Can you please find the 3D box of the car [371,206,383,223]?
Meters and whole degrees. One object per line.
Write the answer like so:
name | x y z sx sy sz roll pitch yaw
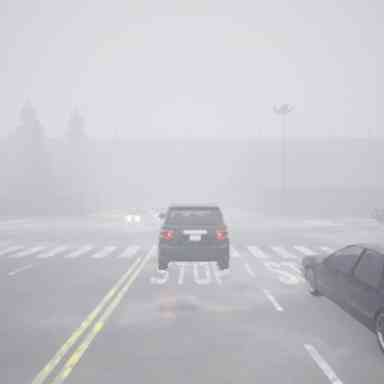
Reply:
car | 17.402 1.513 26.590 5.566 2.045 2.150 0 -1 0

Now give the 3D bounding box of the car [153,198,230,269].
car | -0.018 1.379 11.872 2.150 2.045 5.566 0 0 -2

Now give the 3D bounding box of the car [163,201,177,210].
car | -3.578 2.272 55.780 2.033 1.411 5.357 0 -1 0

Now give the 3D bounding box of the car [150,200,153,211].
car | -7.079 2.047 53.587 2.097 1.767 4.553 0 -1 0

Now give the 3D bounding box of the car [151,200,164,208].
car | -6.997 2.423 67.842 2.033 1.411 5.357 0 -1 0

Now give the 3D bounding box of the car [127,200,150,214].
car | -7.087 2.050 43.003 2.128 1.511 4.902 0 -1 0

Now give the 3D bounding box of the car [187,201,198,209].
car | 0.104 2.368 61.906 1.994 1.385 4.181 0 -1 0

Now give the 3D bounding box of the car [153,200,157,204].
car | -3.583 2.130 43.526 1.994 1.385 4.181 0 -1 -1

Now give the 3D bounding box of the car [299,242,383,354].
car | 3.586 1.626 5.930 2.033 1.411 5.357 0 -1 0
